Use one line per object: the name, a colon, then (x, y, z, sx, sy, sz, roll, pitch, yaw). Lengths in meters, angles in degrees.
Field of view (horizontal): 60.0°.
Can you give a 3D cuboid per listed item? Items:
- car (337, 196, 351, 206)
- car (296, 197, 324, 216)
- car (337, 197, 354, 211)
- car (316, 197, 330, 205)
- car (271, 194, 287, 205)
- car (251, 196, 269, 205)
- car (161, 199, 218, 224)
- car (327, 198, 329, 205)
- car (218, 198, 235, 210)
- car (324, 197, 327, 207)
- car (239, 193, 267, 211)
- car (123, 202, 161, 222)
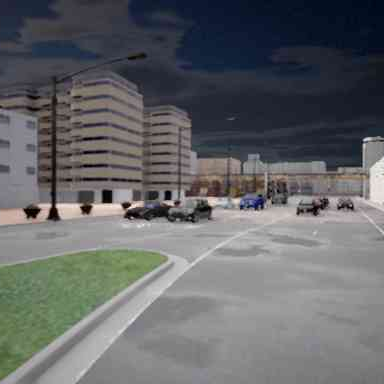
car: (27.671, 1.611, 60.563, 2.128, 1.511, 4.902, 0, 0, 24)
car: (11.638, 1.528, 33.355, 2.128, 1.511, 4.902, 0, 0, 25)
car: (19.691, 1.685, 42.704, 1.895, 1.301, 4.718, 0, 0, 25)
car: (24.479, 1.646, 62.000, 2.033, 1.411, 5.357, 0, 0, 24)
car: (15.692, 1.342, 59.525, 2.150, 2.045, 5.566, 0, 0, 24)
car: (12.510, 1.502, 60.985, 2.128, 1.511, 4.902, 0, 0, 24)
car: (-0.053, 1.310, 24.781, 2.097, 1.767, 4.553, 0, 0, 24)
car: (20.443, 1.565, 53.025, 2.128, 1.511, 4.902, 0, 0, 24)
car: (4.087, 1.487, 42.485, 1.812, 1.442, 4.674, 0, 0, 24)
car: (16.358, 1.582, 43.823, 1.812, 1.442, 4.674, 0, 0, 25)
car: (7.555, 1.211, 41.658, 2.150, 2.045, 5.566, 0, 0, 24)
car: (-3.205, 1.478, 26.309, 2.033, 1.411, 5.357, 0, 0, 24)
